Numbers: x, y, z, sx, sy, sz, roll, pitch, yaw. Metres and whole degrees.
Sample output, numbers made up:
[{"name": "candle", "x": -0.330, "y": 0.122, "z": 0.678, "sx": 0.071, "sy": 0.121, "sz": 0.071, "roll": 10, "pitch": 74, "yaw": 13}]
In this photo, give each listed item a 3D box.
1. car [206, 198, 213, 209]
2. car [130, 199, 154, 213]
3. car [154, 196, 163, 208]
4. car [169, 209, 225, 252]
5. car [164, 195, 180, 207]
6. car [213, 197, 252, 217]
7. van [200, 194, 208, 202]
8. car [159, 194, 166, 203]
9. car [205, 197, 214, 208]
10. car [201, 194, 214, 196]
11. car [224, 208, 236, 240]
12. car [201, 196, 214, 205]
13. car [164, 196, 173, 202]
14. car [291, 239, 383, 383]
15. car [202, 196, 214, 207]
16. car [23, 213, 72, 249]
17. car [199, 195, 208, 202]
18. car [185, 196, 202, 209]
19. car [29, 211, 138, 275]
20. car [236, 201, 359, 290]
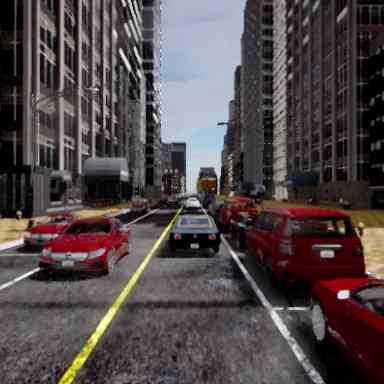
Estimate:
[{"name": "car", "x": 2.699, "y": 1.586, "z": 31.180, "sx": 2.008, "sy": 1.369, "sz": 4.403, "roll": 0, "pitch": 0, "yaw": 0}, {"name": "car", "x": -5.680, "y": 1.623, "z": 36.720, "sx": 1.802, "sy": 1.307, "sz": 4.206, "roll": 0, "pitch": 0, "yaw": 0}, {"name": "car", "x": -5.679, "y": 1.635, "z": 47.799, "sx": 1.802, "sy": 1.307, "sz": 4.206, "roll": 0, "pitch": 0, "yaw": 0}, {"name": "car", "x": 0.103, "y": 1.617, "z": 13.911, "sx": 1.895, "sy": 1.301, "sz": 4.718, "roll": 0, "pitch": 0, "yaw": 0}, {"name": "car", "x": -2.991, "y": 1.623, "z": 53.379, "sx": 1.994, "sy": 1.385, "sz": 4.181, "roll": 0, "pitch": 0, "yaw": 0}, {"name": "car", "x": 2.699, "y": 1.338, "z": 20.102, "sx": 2.192, "sy": 1.841, "sz": 5.009, "roll": 0, "pitch": 0, "yaw": 0}, {"name": "van", "x": 2.706, "y": 1.421, "z": 75.494, "sx": 1.690, "sy": 1.788, "sz": 3.998, "roll": 0, "pitch": 0, "yaw": 0}, {"name": "car", "x": -5.675, "y": 1.384, "z": 64.417, "sx": 2.192, "sy": 1.841, "sz": 5.009, "roll": 0, "pitch": 0, "yaw": 0}, {"name": "car", "x": 2.700, "y": 1.566, "z": 36.889, "sx": 1.752, "sy": 1.417, "sz": 4.829, "roll": 0, "pitch": 0, "yaw": 0}, {"name": "car", "x": 2.704, "y": 1.373, "z": 53.337, "sx": 2.192, "sy": 1.841, "sz": 5.009, "roll": 0, "pitch": 0, "yaw": 0}, {"name": "car", "x": 2.697, "y": 1.583, "z": 14.562, "sx": 1.947, "sy": 1.339, "sz": 4.313, "roll": 0, "pitch": 0, "yaw": 0}, {"name": "car", "x": 2.703, "y": 1.504, "z": 58.876, "sx": 1.967, "sy": 1.590, "sz": 4.097, "roll": 0, "pitch": 0, "yaw": 0}, {"name": "car", "x": -5.674, "y": 1.630, "z": 81.035, "sx": 1.887, "sy": 1.381, "sz": 4.507, "roll": 0, "pitch": 0, "yaw": 0}, {"name": "car", "x": 2.695, "y": 1.549, "z": 3.483, "sx": 1.887, "sy": 1.381, "sz": 4.507, "roll": 0, "pitch": 0, "yaw": 0}, {"name": "car", "x": 2.702, "y": 1.618, "z": 47.798, "sx": 1.947, "sy": 1.339, "sz": 4.313, "roll": 0, "pitch": 0, "yaw": 0}, {"name": "car", "x": -5.684, "y": 1.599, "z": 14.563, "sx": 1.802, "sy": 1.307, "sz": 4.206, "roll": 0, "pitch": 0, "yaw": 0}, {"name": "car", "x": 2.707, "y": 1.526, "z": 81.034, "sx": 1.967, "sy": 1.590, "sz": 4.097, "roll": 0, "pitch": 0, "yaw": 0}, {"name": "car", "x": 0.107, "y": 1.575, "z": 44.977, "sx": 1.812, "sy": 1.442, "sz": 4.674, "roll": 0, "pitch": 0, "yaw": 0}, {"name": "car", "x": -3.099, "y": 1.538, "z": 10.639, "sx": 1.812, "sy": 1.442, "sz": 4.674, "roll": 0, "pitch": 0, "yaw": 0}, {"name": "car", "x": 2.696, "y": 1.326, "z": 9.023, "sx": 2.192, "sy": 1.841, "sz": 5.009, "roll": 0, "pitch": 0, "yaw": 0}]
